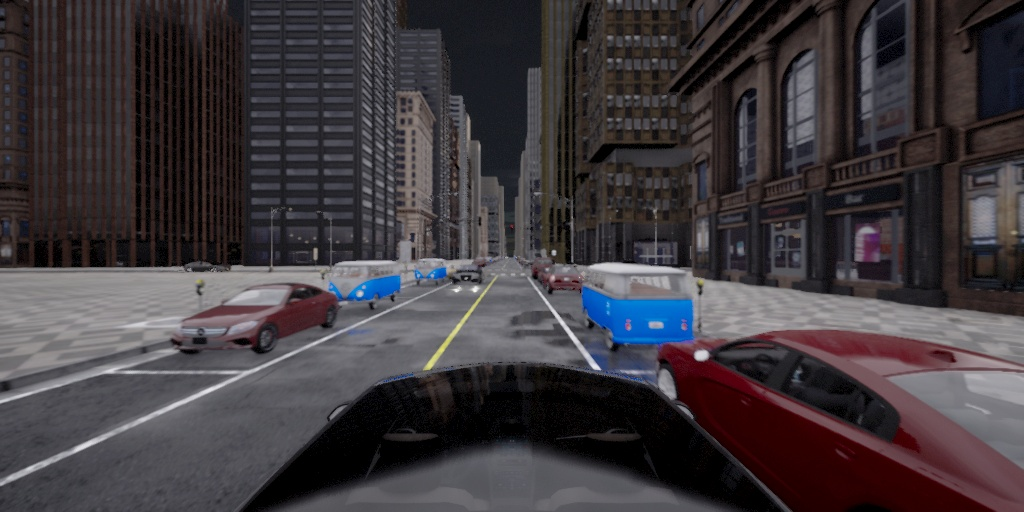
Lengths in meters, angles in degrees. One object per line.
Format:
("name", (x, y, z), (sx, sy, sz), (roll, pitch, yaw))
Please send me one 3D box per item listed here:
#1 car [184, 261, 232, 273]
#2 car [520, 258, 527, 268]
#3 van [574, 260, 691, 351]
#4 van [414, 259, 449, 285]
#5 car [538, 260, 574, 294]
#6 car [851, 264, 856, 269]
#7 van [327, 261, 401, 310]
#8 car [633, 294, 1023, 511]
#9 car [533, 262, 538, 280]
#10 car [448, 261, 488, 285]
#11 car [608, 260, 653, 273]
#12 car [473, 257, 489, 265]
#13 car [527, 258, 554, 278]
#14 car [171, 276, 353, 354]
("car", (-36.670, 1.373, 43.281), (4.892, 1.490, 1.837), (0, 0, 0))
("car", (2.765, 1.298, 58.405), (2.007, 1.370, 4.403), (0, 0, 0))
("van", (2.763, 1.089, 8.721), (1.690, 1.789, 3.998), (0, 0, 0))
("van", (-5.761, 1.087, 25.744), (1.690, 1.789, 3.998), (0, 0, 0))
("car", (2.764, 1.186, 20.076), (1.967, 1.591, 4.097), (0, 0, 0))
("car", (41.924, 1.194, 46.650), (5.357, 1.411, 2.033), (0, 0, 0))
("van", (-5.762, 1.088, 14.390), (1.690, 1.789, 3.998), (0, 0, 0))
("car", (2.763, 1.295, 3.044), (1.888, 1.381, 4.507), (0, 0, 0))
("car", (2.764, 1.328, 25.754), (1.802, 1.307, 4.207), (0, 0, 0))
("car", (-3.074, 1.311, 26.024), (1.994, 1.385, 4.181), (0, 0, 0))
("car", (14.350, 1.242, 43.492), (4.892, 1.490, 1.837), (0, 0, 0))
("car", (-5.760, 1.063, 64.036), (2.192, 1.841, 5.009), (0, 0, 0))
("car", (2.764, 1.060, 31.431), (2.192, 1.841, 5.009), (0, 0, 0))
("car", (-5.762, 1.330, 8.712), (1.802, 1.307, 4.207), (0, 0, 0))
